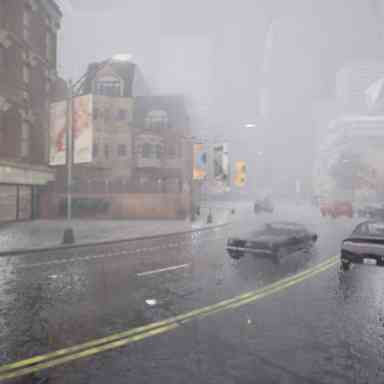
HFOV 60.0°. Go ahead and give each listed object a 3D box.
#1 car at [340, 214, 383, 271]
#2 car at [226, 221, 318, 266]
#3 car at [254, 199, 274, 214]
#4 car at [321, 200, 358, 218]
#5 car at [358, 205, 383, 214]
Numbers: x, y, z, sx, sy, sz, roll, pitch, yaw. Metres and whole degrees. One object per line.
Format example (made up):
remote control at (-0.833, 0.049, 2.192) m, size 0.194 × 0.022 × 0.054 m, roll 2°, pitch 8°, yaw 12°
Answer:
car at (6.323, 1.704, 10.904) m, size 2.128 × 1.511 × 4.902 m, roll 0°, pitch -1°, yaw 38°
car at (3.209, 1.825, 12.730) m, size 1.895 × 1.301 × 4.718 m, roll 0°, pitch -1°, yaw 37°
car at (10.271, 2.039, 47.696) m, size 2.150 × 2.045 × 5.566 m, roll 0°, pitch -1°, yaw 4°
car at (16.648, 1.934, 38.306) m, size 2.150 × 2.045 × 5.566 m, roll 0°, pitch -1°, yaw 5°
car at (19.948, 2.211, 36.970) m, size 1.837 × 1.490 × 4.892 m, roll 0°, pitch -1°, yaw 7°
